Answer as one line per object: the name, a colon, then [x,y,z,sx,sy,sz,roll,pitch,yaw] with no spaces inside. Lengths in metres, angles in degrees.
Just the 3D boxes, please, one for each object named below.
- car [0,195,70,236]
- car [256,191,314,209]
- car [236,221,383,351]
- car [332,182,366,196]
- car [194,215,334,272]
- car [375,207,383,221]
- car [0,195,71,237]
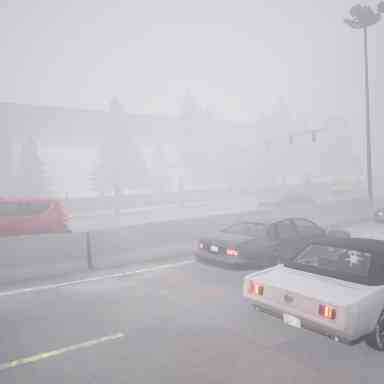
car: [-9.940,1.231,18.406,5.566,2.045,2.150,-1,0,-36]
car: [7.572,0.646,26.696,5.357,1.411,2.033,-4,2,-36]
car: [3.244,1.506,6.086,4.718,1.301,1.895,-2,1,-36]
car: [18.246,-0.369,38.699,5.008,1.535,1.882,-4,2,-36]
car: [2.608,1.400,9.938,5.357,1.411,2.033,-3,1,-36]
car: [10.757,0.868,15.802,5.357,1.411,2.033,-4,2,-36]
car: [-7.220,1.245,11.744,5.566,2.045,2.150,0,0,-36]
